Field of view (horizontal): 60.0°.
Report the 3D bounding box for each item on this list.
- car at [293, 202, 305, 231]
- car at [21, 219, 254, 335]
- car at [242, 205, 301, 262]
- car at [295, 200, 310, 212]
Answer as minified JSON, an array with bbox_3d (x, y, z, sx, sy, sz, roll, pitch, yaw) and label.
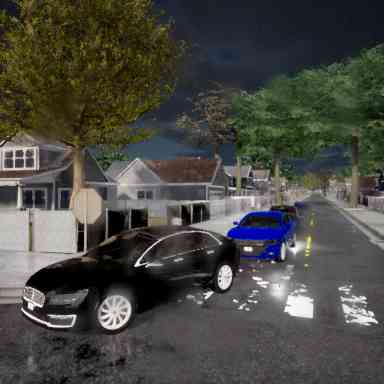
[{"bbox_3d":[4.930,1.505,17.995,1.837,1.490,4.892,0,0,20],"label":"car"},{"bbox_3d":[-0.865,1.507,6.937,1.837,1.490,4.892,0,0,42],"label":"car"},{"bbox_3d":[2.729,1.478,12.474,1.882,1.535,5.008,0,0,24],"label":"car"},{"bbox_3d":[13.033,1.612,39.654,1.895,1.301,4.718,0,0,21],"label":"car"}]
